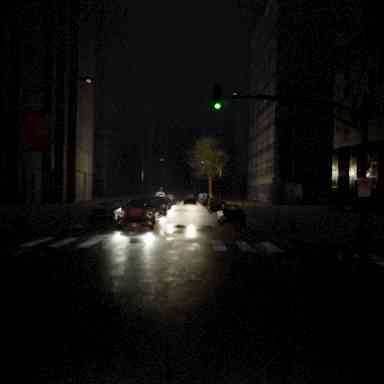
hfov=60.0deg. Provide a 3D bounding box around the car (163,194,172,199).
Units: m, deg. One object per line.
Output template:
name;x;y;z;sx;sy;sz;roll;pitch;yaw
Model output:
car;-6.294;1.130;85.922;1.887;1.381;4.507;1;0;0

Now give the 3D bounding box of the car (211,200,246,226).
car;2.656;1.539;23.109;2.008;1.369;4.403;1;0;0

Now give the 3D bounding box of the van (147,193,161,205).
van;-6.068;1.026;53.442;1.690;1.788;3.998;1;0;0

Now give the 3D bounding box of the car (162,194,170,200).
car;-6.257;1.183;80.508;1.802;1.307;4.206;1;0;0

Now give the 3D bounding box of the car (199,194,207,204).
car;2.478;1.447;49.314;2.008;1.369;4.403;1;0;0

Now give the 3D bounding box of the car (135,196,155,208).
car;-6.000;1.287;42.617;1.947;1.339;4.313;1;0;0

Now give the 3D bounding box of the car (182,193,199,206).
car;-0.298;1.301;51.952;1.882;1.535;5.008;1;0;0

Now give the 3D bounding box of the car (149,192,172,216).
car;-3.235;1.179;30.058;2.097;1.767;4.553;1;0;0

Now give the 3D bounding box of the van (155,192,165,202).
van;-6.142;0.991;64.269;1.690;1.788;3.998;1;0;0

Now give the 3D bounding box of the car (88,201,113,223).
car;-5.866;1.341;23.054;2.008;1.369;4.403;1;0;0

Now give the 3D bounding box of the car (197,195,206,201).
car;2.262;1.348;81.047;2.008;1.369;4.403;1;0;0

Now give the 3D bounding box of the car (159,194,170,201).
car;-6.220;1.168;75.096;2.008;1.369;4.403;1;0;0

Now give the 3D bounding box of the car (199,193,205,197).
car;2.442;1.404;54.772;1.752;1.417;4.829;1;0;0

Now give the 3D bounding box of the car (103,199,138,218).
car;-5.900;1.323;28.046;2.008;1.369;4.403;1;0;0

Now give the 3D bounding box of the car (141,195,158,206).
car;-6.034;1.229;47.860;1.752;1.417;4.829;1;0;0

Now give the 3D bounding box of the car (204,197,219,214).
car;2.582;1.494;33.998;1.887;1.381;4.507;1;0;0

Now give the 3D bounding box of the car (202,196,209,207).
car;2.546;1.481;39.442;2.008;1.369;4.403;1;0;0

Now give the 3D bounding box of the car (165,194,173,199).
car;-6.331;1.137;91.335;1.947;1.339;4.313;1;0;0

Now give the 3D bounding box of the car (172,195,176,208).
car;-3.307;1.393;39.939;1.895;1.301;4.718;1;0;0

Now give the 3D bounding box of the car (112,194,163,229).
car;-3.152;1.215;20.314;2.097;1.767;4.553;1;0;-1

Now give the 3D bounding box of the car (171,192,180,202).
car;-3.340;1.249;50.263;2.128;1.511;4.902;1;0;0
